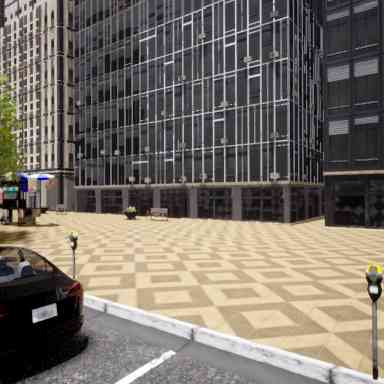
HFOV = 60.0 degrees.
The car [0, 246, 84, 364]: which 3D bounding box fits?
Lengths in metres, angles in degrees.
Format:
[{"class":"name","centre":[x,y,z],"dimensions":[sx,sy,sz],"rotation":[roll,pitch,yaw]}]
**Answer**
[{"class":"car","centre":[-3.553,1.566,5.418],"dimensions":[4.313,1.339,1.947],"rotation":[0,0,36]}]
